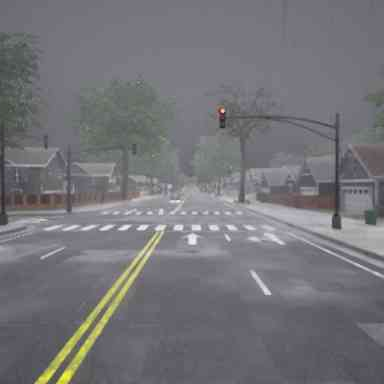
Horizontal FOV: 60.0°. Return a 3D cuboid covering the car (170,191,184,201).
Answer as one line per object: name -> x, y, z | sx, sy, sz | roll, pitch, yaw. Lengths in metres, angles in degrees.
car -> -3.219, 0.884, 64.406 | 2.128, 1.511, 4.902 | 0, 1, 0
